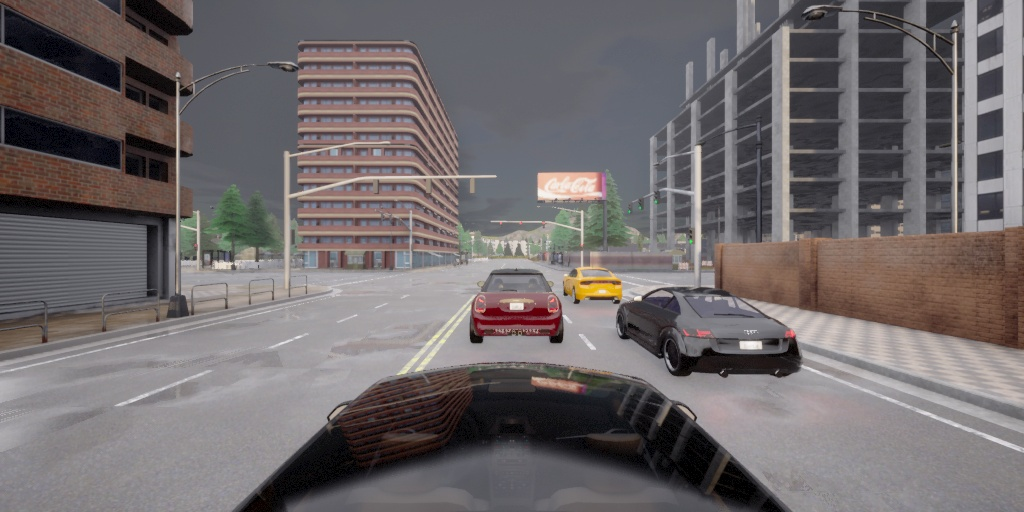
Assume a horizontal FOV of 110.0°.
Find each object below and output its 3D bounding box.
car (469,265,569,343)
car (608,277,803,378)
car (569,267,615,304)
[{"bbox_3d":[0.100,1.102,9.814,2.097,1.767,4.553,0,0,0],"label":"car"},{"bbox_3d":[3.598,1.314,7.410,1.994,1.385,4.181,0,0,0],"label":"car"},{"bbox_3d":[3.498,1.228,16.343,1.882,1.535,5.008,0,0,0],"label":"car"}]
